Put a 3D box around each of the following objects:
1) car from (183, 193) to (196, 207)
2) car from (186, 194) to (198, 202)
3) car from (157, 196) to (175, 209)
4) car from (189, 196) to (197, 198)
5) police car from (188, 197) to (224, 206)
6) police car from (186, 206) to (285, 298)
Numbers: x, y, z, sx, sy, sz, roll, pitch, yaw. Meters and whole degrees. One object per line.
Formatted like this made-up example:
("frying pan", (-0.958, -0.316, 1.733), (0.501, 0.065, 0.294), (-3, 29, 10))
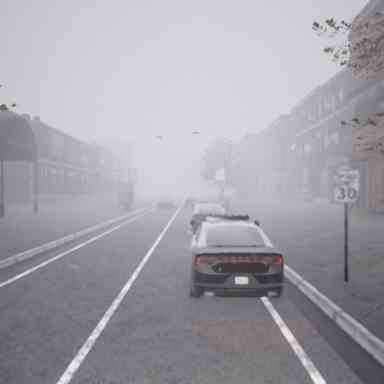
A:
("car", (-0.034, 1.206, 45.825), (1.837, 1.490, 4.892), (0, 1, 0))
("car", (-0.053, 1.065, 60.137), (2.033, 1.411, 5.357), (0, 1, 0))
("car", (-3.131, 1.235, 40.060), (1.882, 1.535, 5.008), (0, 0, 0))
("car", (0.878, 1.339, 24.470), (1.882, 1.535, 5.008), (0, 0, 0))
("police car", (0.883, 1.320, 18.580), (1.930, 1.638, 5.238), (0, 0, 0))
("police car", (0.892, 1.376, 8.580), (1.930, 1.638, 5.238), (0, 0, 0))
